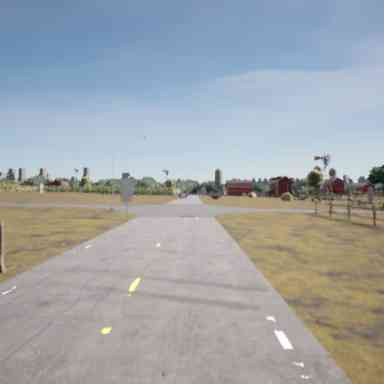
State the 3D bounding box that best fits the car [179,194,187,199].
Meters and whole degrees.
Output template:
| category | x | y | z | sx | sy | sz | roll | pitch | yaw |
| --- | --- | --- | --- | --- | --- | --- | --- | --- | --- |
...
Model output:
| category | x | y | z | sx | sy | sz | roll | pitch | yaw |
| --- | --- | --- | --- | --- | --- | --- | --- | --- | --- |
| car | -2.427 | 1.184 | 94.281 | 1.812 | 1.442 | 4.674 | 0 | 0 | 0 |
